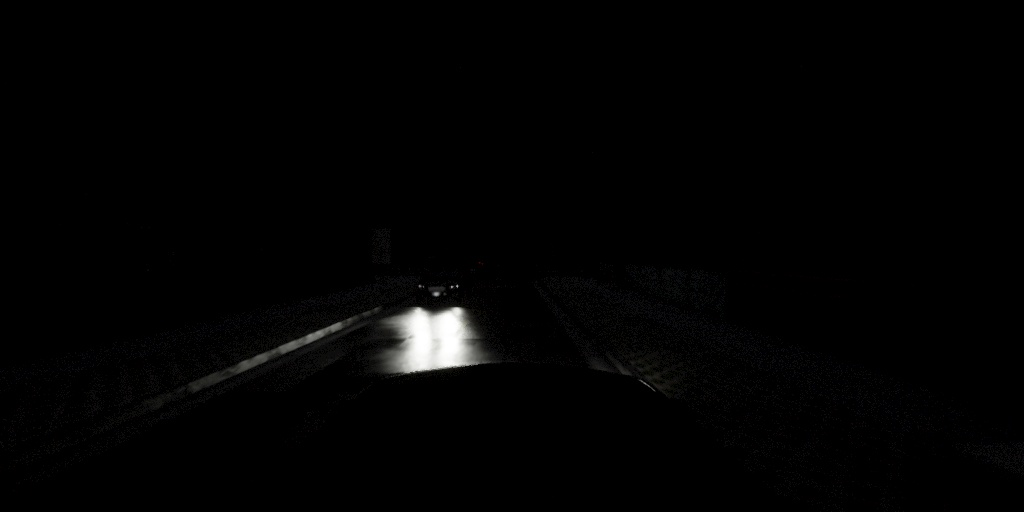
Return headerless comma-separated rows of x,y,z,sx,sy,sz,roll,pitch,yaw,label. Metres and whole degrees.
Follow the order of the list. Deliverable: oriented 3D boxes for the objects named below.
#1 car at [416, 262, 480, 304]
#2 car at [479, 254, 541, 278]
-2.831,1.159,15.911,2.128,1.511,4.902,0,0,0,car
-0.218,0.832,31.446,5.566,2.045,2.150,1,1,0,car
